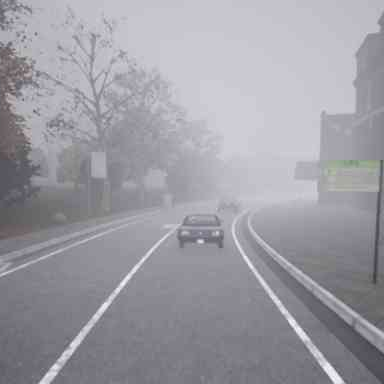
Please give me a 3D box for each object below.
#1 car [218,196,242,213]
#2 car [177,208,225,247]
[{"bbox_3d":[4.144,1.211,35.681,2.097,1.767,4.553,2,2,16],"label":"car"},{"bbox_3d":[0.491,1.648,15.290,1.895,1.301,4.718,0,0,4],"label":"car"}]
